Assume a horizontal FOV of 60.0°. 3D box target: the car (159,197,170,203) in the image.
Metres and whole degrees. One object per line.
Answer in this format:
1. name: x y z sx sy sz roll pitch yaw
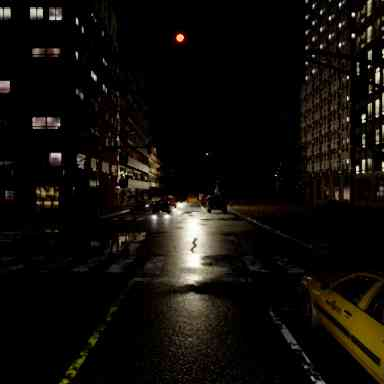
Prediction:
1. car: -5.696 1.638 69.509 1.802 1.307 4.206 0 0 0

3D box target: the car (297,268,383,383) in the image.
1. car: 2.687 1.525 4.106 1.752 1.417 4.829 0 0 0

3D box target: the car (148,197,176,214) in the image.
1. car: -3.102 1.558 35.441 2.033 1.411 5.357 0 0 0

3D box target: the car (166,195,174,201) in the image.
1. car: -5.697 1.611 85.918 1.752 1.417 4.829 0 0 0

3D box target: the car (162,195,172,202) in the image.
1. car: -5.697 1.505 75.035 1.967 1.590 4.097 0 0 0

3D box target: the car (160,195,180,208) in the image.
1. car: -3.100 1.548 47.116 1.812 1.442 4.674 0 0 0

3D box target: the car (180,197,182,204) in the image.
1. car: -3.023 1.653 67.197 1.895 1.301 4.718 0 0 0

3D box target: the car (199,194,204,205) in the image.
1. car: 2.683 1.353 58.455 2.192 1.841 5.009 0 0 0

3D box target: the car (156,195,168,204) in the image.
1. car: -5.697 1.487 63.982 1.967 1.590 4.097 0 0 0

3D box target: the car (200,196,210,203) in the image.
1. car: 2.684 1.600 69.509 1.887 1.381 4.507 0 0 0

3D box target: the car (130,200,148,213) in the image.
1. car: -5.694 1.562 36.348 2.008 1.369 4.403 0 0 0

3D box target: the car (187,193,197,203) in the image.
1. car: 0.000 1.291 75.839 2.150 2.045 5.566 0 0 0

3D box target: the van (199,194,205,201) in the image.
1. van: 2.682 1.439 91.614 1.690 1.788 3.998 0 0 0

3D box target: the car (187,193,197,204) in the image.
1. car: 0.098 1.527 65.363 1.882 1.535 5.008 0 0 0

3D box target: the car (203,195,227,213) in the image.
1. car: 2.684 1.326 36.349 2.192 1.841 5.009 0 0 0

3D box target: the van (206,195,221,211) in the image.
1. van: 2.684 1.357 41.875 1.690 1.788 3.998 0 0 0

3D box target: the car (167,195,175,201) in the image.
1. car: -5.697 1.642 91.614 1.887 1.381 4.507 0 0 0

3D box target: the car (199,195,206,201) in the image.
1. car: 2.684 1.612 86.258 1.752 1.417 4.829 0 0 0

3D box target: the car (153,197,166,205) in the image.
1. car: -5.696 1.582 58.454 1.887 1.381 4.507 0 0 0
